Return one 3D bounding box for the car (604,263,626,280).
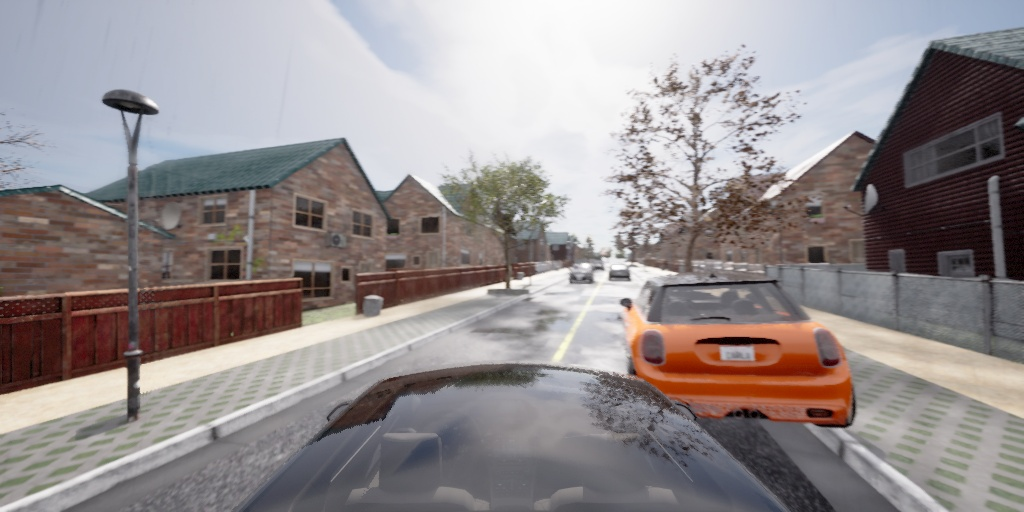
[{"bbox_3d":[9.679,1.423,32.360,1.994,1.385,4.181,-1,0,17],"label":"car"}]

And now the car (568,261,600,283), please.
[{"bbox_3d":[5.742,1.389,29.257,2.128,1.511,4.902,-1,-1,16],"label":"car"}]

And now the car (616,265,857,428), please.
[{"bbox_3d":[2.837,1.038,5.622,2.097,1.767,4.553,-4,-2,16],"label":"car"}]

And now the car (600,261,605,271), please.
[{"bbox_3d":[12.906,1.507,53.696,1.837,1.490,4.892,-1,-1,16],"label":"car"}]
